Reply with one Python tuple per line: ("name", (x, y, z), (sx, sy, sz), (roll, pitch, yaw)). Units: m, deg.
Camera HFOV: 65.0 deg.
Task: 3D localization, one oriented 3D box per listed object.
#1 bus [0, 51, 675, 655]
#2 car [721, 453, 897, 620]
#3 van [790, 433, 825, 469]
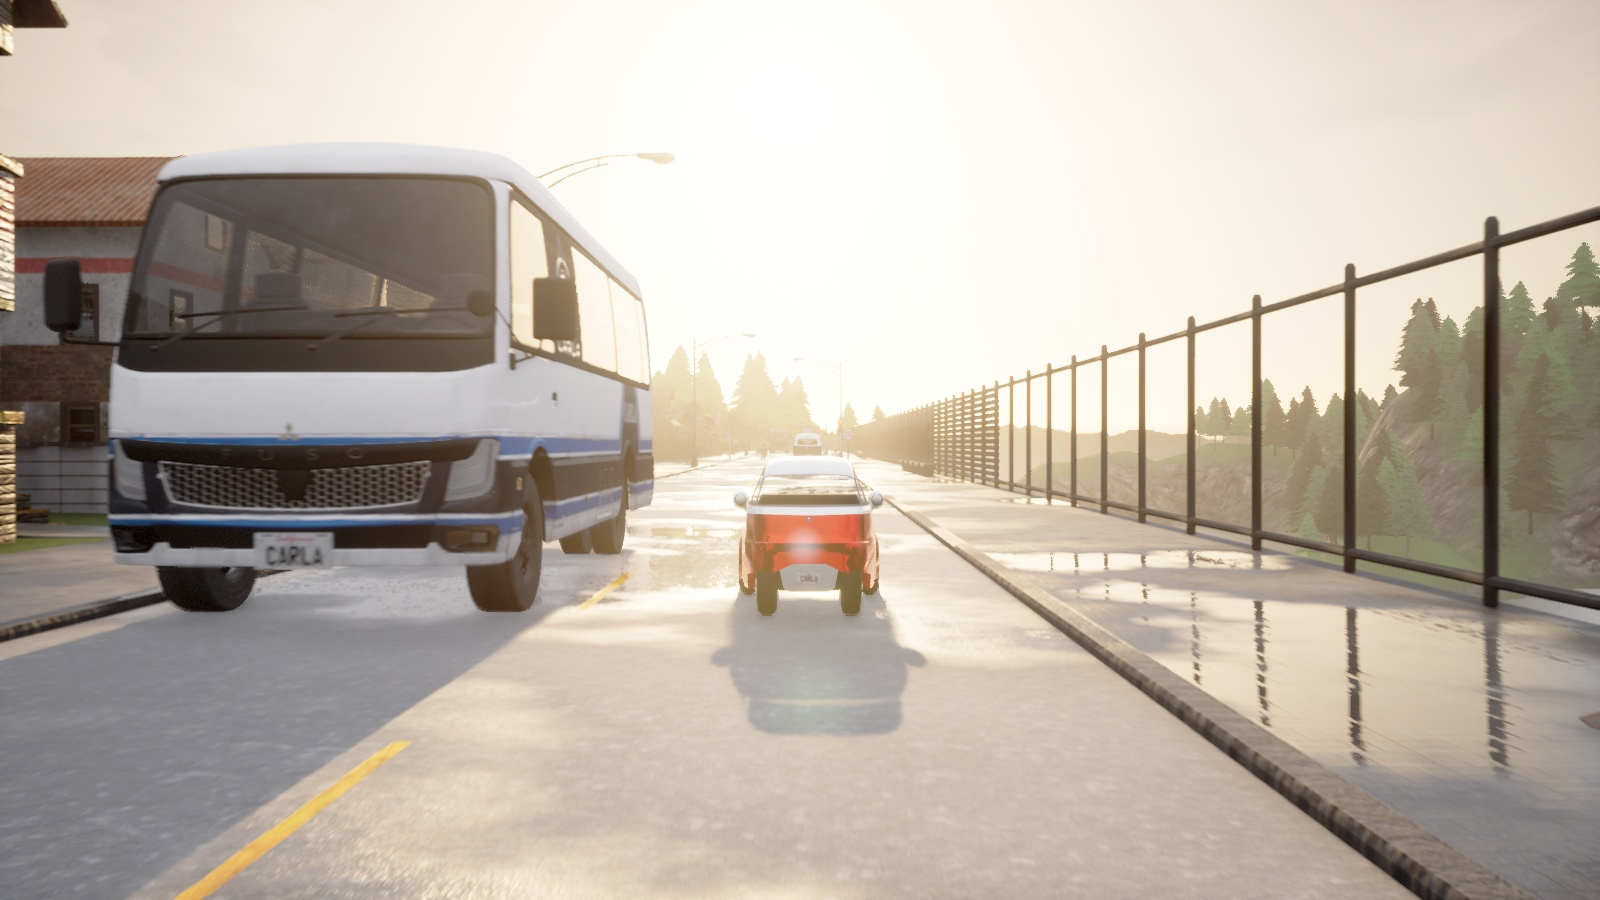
("bus", (-3.902, -0.712, 13.996), (3.944, 4.253, 10.273), (0, 0, 0))
("car", (0.082, 0.735, 11.723), (1.481, 1.376, 2.207), (0, 1, 0))
("van", (0.442, 0.047, 74.944), (2.069, 2.038, 4.480), (0, 0, 0))
